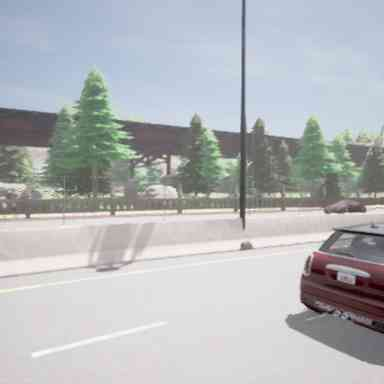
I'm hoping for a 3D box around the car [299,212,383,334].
[{"bbox_3d":[4.207,1.355,6.249,4.553,1.767,2.097,0,0,-31],"label":"car"}]

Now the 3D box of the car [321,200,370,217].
[{"bbox_3d":[14.864,1.509,32.115,4.674,1.442,1.812,0,0,-28],"label":"car"}]
